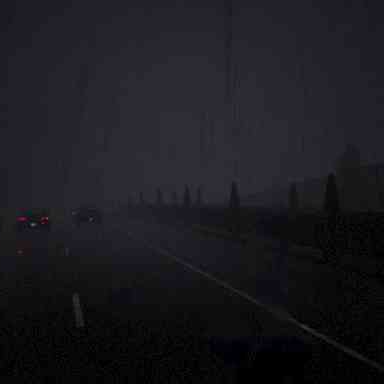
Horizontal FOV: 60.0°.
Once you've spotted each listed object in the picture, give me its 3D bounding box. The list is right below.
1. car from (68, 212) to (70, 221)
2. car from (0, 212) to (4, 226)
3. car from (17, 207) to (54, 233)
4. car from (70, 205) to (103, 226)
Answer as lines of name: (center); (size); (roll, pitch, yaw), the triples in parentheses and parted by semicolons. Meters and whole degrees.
car: (-12.848, 2.505, 37.532); (2.033, 1.411, 5.357); (0, -5, -22)
car: (-14.865, 1.877, 23.902); (1.994, 1.385, 4.181); (0, -2, -22)
car: (-10.089, 1.752, 21.446); (1.812, 1.442, 4.674); (0, -1, -22)
car: (-8.024, 1.778, 25.659); (2.128, 1.511, 4.902); (0, -1, -22)
